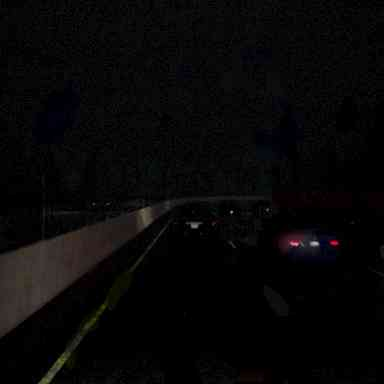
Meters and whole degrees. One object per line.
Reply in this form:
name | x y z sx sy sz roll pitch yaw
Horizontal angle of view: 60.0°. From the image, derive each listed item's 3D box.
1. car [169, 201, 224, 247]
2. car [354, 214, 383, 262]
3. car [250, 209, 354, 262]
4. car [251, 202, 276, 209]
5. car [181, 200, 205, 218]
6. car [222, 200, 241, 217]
car | 0.102 1.397 15.419 2.097 1.767 4.553 0 0 0
car | 7.102 1.513 12.092 1.882 1.535 5.008 0 0 0
car | 3.602 1.583 12.288 2.033 1.411 5.357 0 0 0
car | 7.105 1.660 33.253 1.994 1.385 4.181 0 0 0
car | 0.105 1.586 32.606 2.128 1.511 4.902 0 0 0
car | 3.606 1.599 32.670 1.837 1.490 4.892 0 0 0
